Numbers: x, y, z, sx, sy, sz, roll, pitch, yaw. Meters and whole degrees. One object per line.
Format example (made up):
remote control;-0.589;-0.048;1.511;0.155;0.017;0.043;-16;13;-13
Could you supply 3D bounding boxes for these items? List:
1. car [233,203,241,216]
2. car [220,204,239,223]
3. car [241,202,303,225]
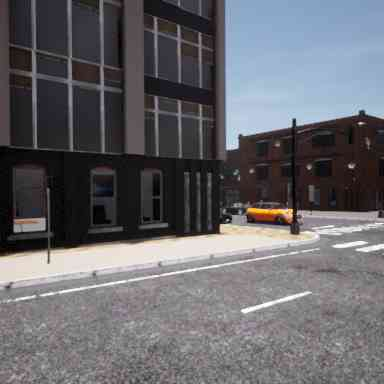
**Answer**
car;5.174;1.918;38.104;2.008;1.369;4.403;-2;0;-37
car;1.565;1.933;28.505;1.947;1.339;4.313;-2;0;-37
car;6.502;1.620;26.477;2.097;1.767;4.553;-1;0;-37
